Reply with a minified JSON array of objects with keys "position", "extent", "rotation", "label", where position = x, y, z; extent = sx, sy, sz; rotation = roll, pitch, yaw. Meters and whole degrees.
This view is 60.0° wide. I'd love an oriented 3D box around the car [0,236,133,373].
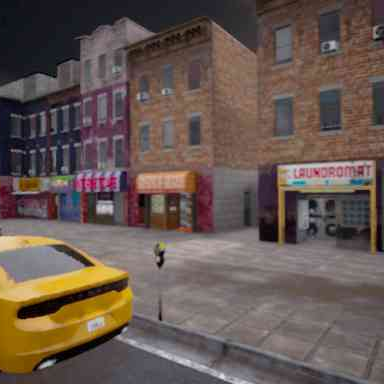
[{"position":[-3.204,1.483,5.560],"extent":[5.008,1.535,1.882],"rotation":[0,0,36],"label":"car"}]
